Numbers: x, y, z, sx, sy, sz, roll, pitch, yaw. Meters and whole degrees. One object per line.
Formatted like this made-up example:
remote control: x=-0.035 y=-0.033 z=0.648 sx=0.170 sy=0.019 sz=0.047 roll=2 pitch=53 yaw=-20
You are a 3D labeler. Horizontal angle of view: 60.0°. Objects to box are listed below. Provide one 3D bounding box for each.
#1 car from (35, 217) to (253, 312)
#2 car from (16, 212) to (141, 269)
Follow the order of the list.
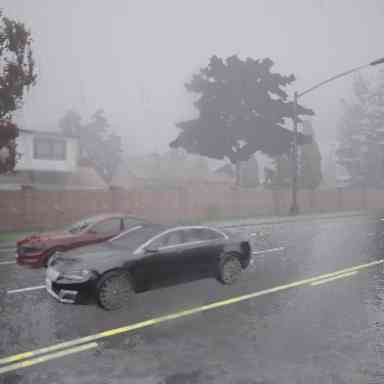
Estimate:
car: x=-0.736 y=1.466 z=7.767 sx=4.902 sy=1.511 sz=2.128 roll=0 pitch=0 yaw=-35
car: x=-2.787 y=1.452 z=10.604 sx=5.008 sy=1.535 sz=1.882 roll=0 pitch=0 yaw=-35
